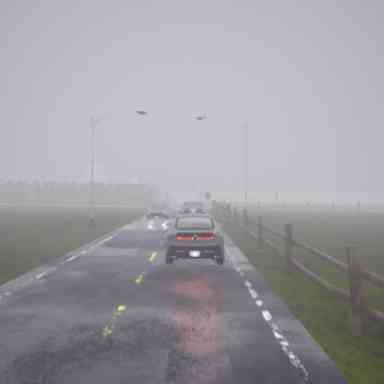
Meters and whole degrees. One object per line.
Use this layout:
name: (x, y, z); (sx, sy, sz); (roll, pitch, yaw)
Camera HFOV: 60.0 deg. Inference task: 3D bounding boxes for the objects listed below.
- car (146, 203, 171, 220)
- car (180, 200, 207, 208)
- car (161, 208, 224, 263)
car: (-2.827, 1.642, 29.315); (2.033, 1.411, 5.357); (0, 0, 0)
car: (0.091, 1.436, 26.298); (2.097, 1.767, 4.553); (0, 0, 0)
car: (0.091, 1.543, 12.027); (1.837, 1.490, 4.892); (0, 0, 0)
